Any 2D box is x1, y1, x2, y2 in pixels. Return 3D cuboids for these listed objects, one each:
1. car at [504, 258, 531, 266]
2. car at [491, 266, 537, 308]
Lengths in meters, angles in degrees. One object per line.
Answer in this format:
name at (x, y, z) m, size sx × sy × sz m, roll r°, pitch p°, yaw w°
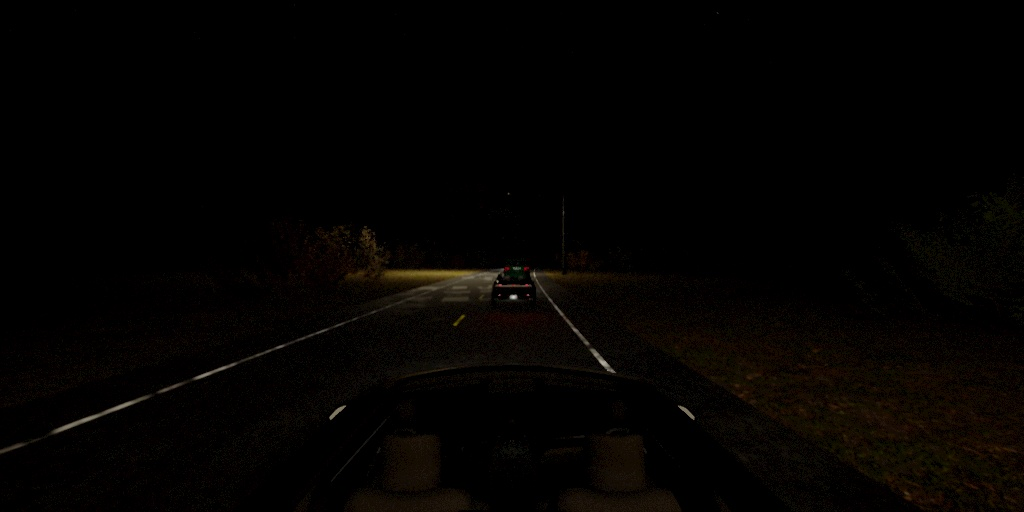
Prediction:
car at (0.456, 1.231, 30.806) m, size 2.150 × 2.045 × 5.566 m, roll 0°, pitch 0°, yaw 2°
car at (0.100, 1.375, 16.115) m, size 2.128 × 1.511 × 4.902 m, roll 0°, pitch 0°, yaw 1°
